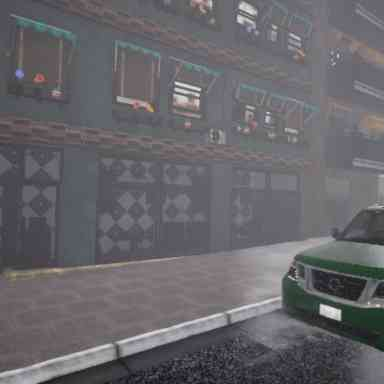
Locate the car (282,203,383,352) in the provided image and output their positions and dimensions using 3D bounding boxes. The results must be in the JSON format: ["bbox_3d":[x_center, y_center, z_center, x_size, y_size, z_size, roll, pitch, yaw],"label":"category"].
[{"bbox_3d":[4.063,1.225,5.970,5.566,2.045,2.150,0,0,-36],"label":"car"}]
